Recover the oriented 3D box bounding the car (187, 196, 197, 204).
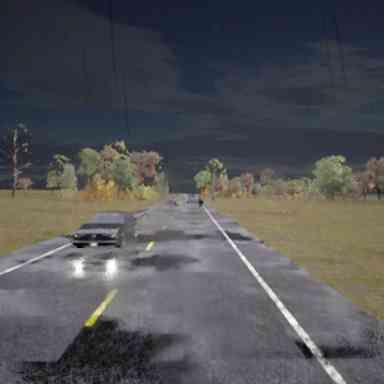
[{"bbox_3d":[-0.001,1.535,64.056,2.033,1.411,5.357,0,0,0],"label":"car"}]

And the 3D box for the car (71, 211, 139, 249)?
[{"bbox_3d":[-3.602,1.547,14.855,2.033,1.411,5.357,0,0,0],"label":"car"}]

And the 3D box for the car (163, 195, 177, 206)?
[{"bbox_3d":[-3.560,1.342,55.036,2.097,1.767,4.553,0,0,0],"label":"car"}]

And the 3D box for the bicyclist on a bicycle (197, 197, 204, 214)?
[{"bbox_3d":[0.962,1.365,34.130,0.659,1.776,1.843,0,0,0],"label":"bicyclist on a bicycle"}]

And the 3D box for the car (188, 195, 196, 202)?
[{"bbox_3d":[-0.001,1.522,78.023,2.033,1.411,5.357,0,0,0],"label":"car"}]

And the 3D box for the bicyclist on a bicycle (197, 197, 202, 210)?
[{"bbox_3d":[0.962,1.446,43.401,0.582,1.620,1.656,0,0,0],"label":"bicyclist on a bicycle"}]
